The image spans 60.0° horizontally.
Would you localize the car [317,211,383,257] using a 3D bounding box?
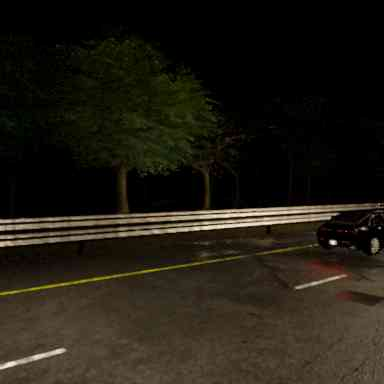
[{"bbox_3d":[6.927,1.500,13.036,4.892,1.490,1.837,-1,0,-35],"label":"car"}]
